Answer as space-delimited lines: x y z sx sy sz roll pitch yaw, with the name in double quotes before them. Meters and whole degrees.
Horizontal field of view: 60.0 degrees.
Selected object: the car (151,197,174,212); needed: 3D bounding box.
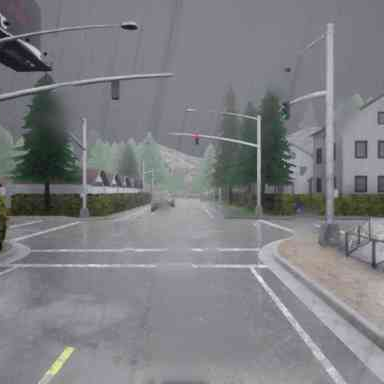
"car" -3.568 1.542 38.440 2.033 1.411 5.357 0 0 0
